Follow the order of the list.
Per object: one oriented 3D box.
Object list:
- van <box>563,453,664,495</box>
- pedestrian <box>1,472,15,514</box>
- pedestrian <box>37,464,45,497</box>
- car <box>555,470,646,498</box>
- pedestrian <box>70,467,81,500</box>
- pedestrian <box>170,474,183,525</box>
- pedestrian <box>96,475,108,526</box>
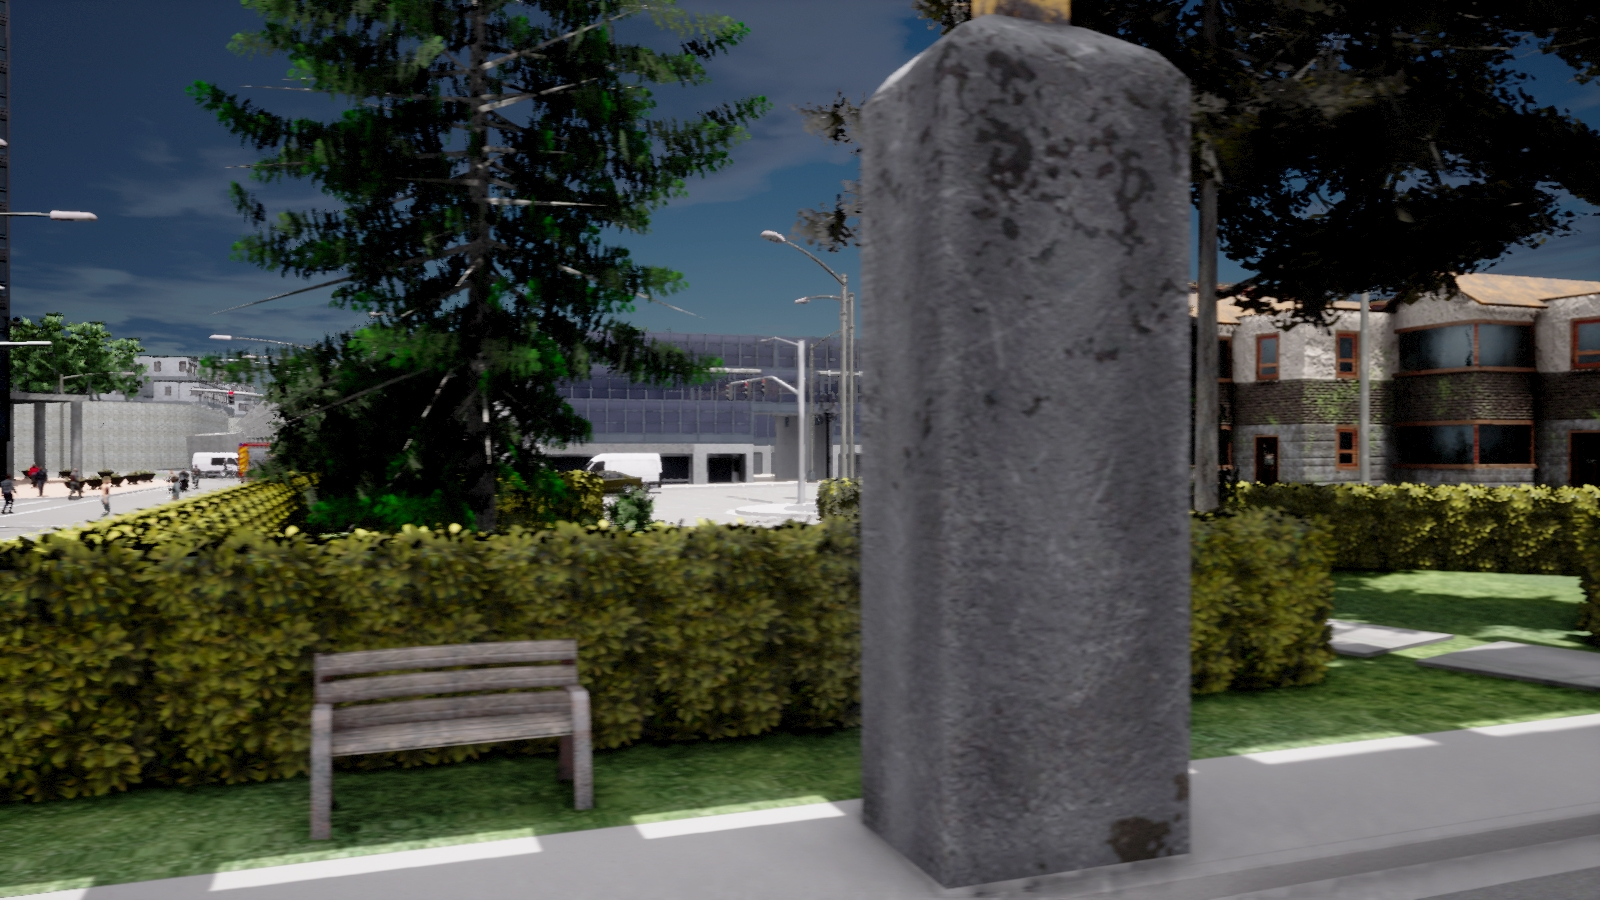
[{"bbox_3d":[-11.622,1.466,71.175,5.915,2.561,1.988,0,0,-20],"label":"van"},{"bbox_3d":[-34.968,1.892,50.465,0.375,1.860,0.375,0,0,-4],"label":"pedestrian"},{"bbox_3d":[-43.622,1.745,65.662,0.375,1.860,0.375,0,0,-34],"label":"pedestrian"},{"bbox_3d":[-11.754,1.971,67.395,5.006,1.535,2.097,0,0,-20],"label":"car"},{"bbox_3d":[-40.863,1.888,64.412,0.375,1.860,0.375,0,0,17],"label":"pedestrian"},{"bbox_3d":[-23.358,1.852,42.797,0.375,1.860,0.375,0,0,-19],"label":"pedestrian"},{"bbox_3d":[-25.713,1.854,42.102,0.375,1.860,0.375,0,0,-31],"label":"pedestrian"}]
